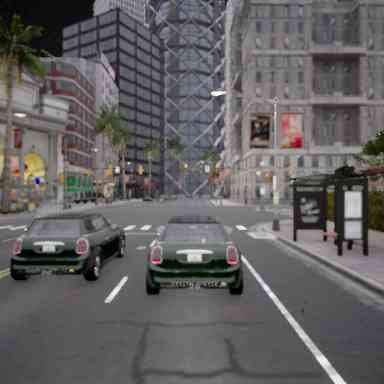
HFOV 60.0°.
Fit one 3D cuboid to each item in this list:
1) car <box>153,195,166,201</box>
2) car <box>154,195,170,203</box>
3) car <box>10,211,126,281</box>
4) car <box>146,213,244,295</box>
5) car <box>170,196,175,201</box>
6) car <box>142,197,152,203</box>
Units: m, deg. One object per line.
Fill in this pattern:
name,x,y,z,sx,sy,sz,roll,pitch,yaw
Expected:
car,-9.161,1.604,94.103,2.097,1.767,4.553,0,0,13
car,-6.976,1.729,77.077,2.128,1.511,4.902,0,0,0
car,-3.426,1.379,10.112,2.097,1.767,4.553,0,0,0
car,0.067,1.376,8.969,2.097,1.767,4.553,0,0,0
car,-5.856,1.770,92.803,1.812,1.442,4.674,0,0,10
car,-10.476,1.802,78.120,1.895,1.301,4.718,0,0,0
